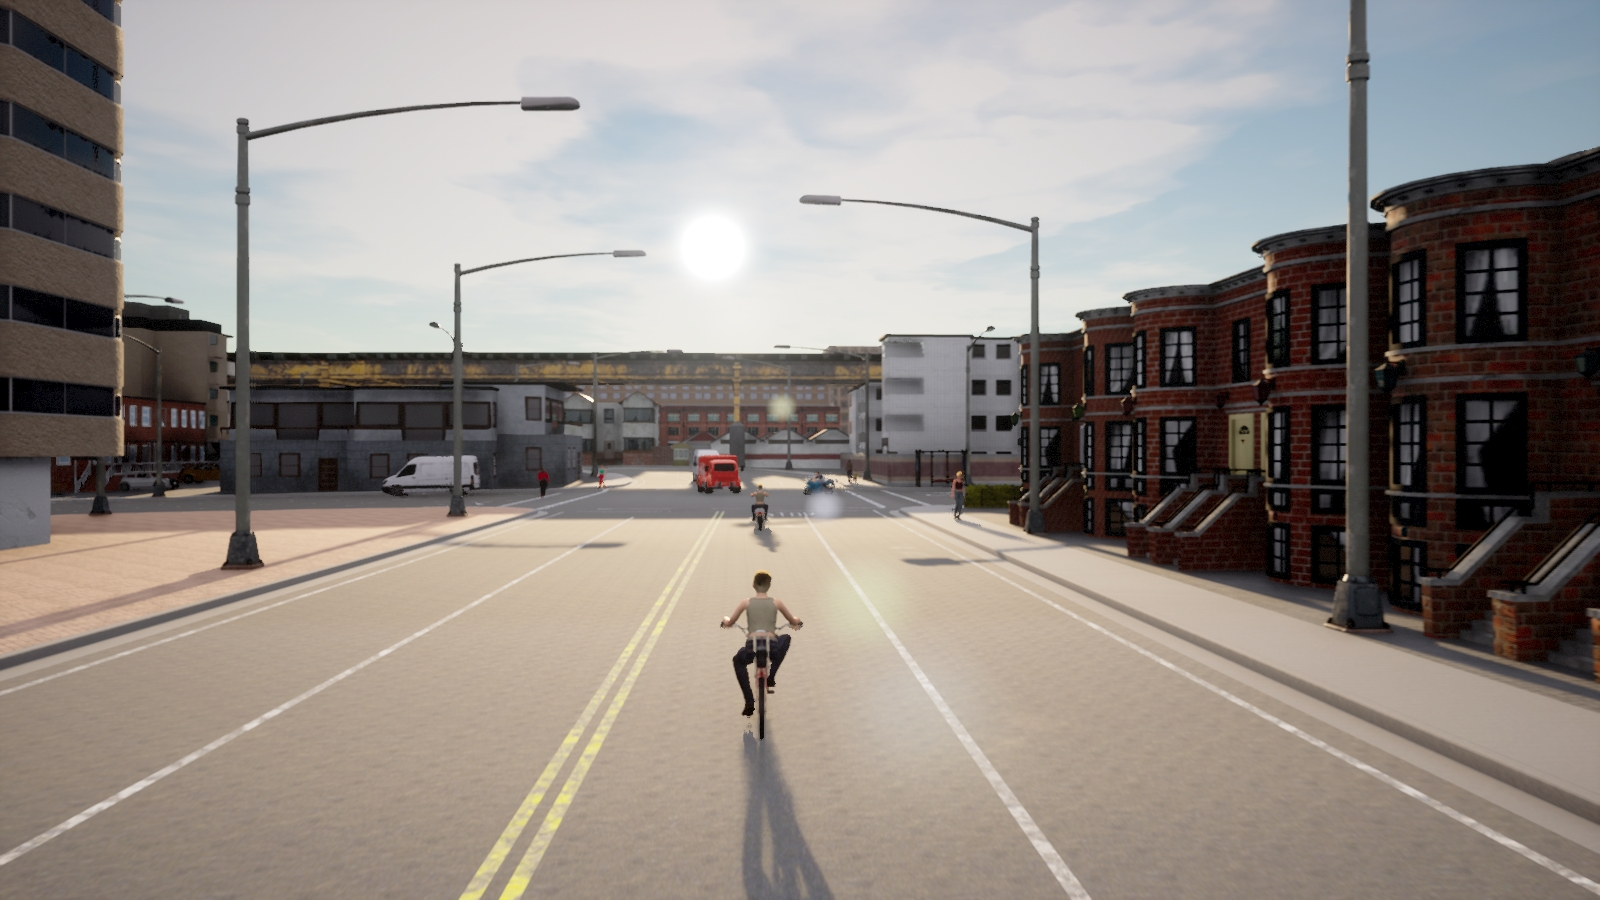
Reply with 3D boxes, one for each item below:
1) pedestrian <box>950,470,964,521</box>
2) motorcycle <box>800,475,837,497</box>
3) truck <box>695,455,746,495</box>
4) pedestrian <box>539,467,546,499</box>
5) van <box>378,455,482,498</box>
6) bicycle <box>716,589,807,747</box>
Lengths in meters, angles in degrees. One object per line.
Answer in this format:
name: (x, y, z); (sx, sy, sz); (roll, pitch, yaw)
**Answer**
pedestrian: (5.848, 1.695, 42.498); (0.375, 1.860, 0.375); (0, 0, -20)
motorcycle: (1.099, 2.183, 68.858); (2.033, 1.224, 0.803); (0, 3, -25)
truck: (-5.230, 1.585, 74.423); (2.627, 2.467, 5.204); (0, 0, -12)
pedestrian: (-15.045, 1.900, 66.798); (0.375, 1.860, 0.375); (0, 0, -22)
van: (-23.376, 1.663, 72.379); (5.915, 2.561, 1.988); (-1, 0, -4)
bicycle: (-0.385, 2.144, 11.507); (0.859, 1.301, 1.487); (0, 0, -2)
